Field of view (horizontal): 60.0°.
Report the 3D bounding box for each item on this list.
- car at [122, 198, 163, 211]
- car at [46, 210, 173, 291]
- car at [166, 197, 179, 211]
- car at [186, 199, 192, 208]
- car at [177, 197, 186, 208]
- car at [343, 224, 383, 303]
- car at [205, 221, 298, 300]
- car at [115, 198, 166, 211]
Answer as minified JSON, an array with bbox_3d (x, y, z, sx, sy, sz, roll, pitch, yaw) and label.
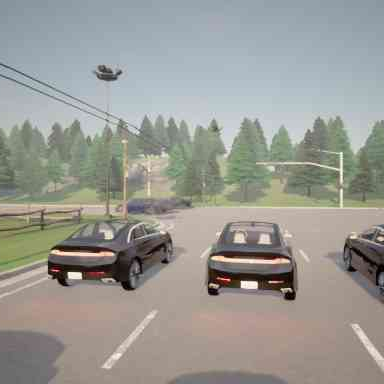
[{"bbox_3d":[-6.019,1.525,40.547,4.674,1.442,1.812,0,0,12],"label":"car"},{"bbox_3d":[-1.896,1.491,9.155,2.128,1.511,4.902,0,0,12],"label":"car"},{"bbox_3d":[-4.586,1.547,36.677,5.357,1.411,2.033,0,0,12],"label":"car"},{"bbox_3d":[-2.463,1.477,46.961,5.008,1.535,1.882,0,0,12],"label":"car"},{"bbox_3d":[-3.680,1.491,43.639,4.902,1.511,2.128,0,0,12],"label":"car"},{"bbox_3d":[4.972,1.491,7.796,2.128,1.511,4.902,0,0,12],"label":"car"},{"bbox_3d":[1.537,1.491,8.468,2.128,1.511,4.902,0,0,12],"label":"car"},{"bbox_3d":[-5.366,1.352,33.265,4.553,1.767,2.097,0,0,12],"label":"car"}]
